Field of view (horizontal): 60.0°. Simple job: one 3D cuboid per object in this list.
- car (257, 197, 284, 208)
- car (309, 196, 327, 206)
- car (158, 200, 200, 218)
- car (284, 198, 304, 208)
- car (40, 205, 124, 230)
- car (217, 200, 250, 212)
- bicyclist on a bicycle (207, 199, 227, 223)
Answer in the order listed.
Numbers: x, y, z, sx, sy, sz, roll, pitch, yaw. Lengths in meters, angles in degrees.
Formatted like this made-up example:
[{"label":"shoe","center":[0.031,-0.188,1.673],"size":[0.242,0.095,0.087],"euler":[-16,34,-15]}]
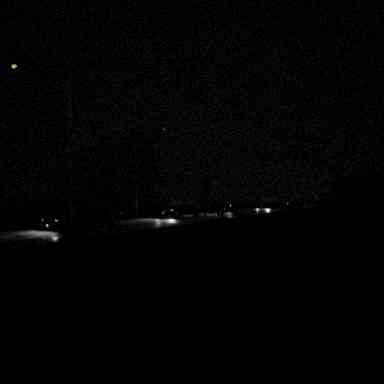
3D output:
[{"label":"car","center":[10.553,1.477,45.696],"size":[1.812,1.442,4.674],"euler":[-1,-1,36]},{"label":"car","center":[21.174,1.465,55.740],"size":[1.882,1.535,5.008],"euler":[-1,-1,35]},{"label":"car","center":[-1.034,1.474,29.346],"size":[1.812,1.442,4.674],"euler":[-1,-1,35]},{"label":"car","center":[13.658,1.471,45.068],"size":[1.994,1.385,4.181],"euler":[-1,-1,35]},{"label":"car","center":[-6.763,1.518,21.169],"size":[2.033,1.411,5.357],"euler":[-1,-1,34]},{"label":"car","center":[4.730,1.535,37.501],"size":[1.895,1.301,4.718],"euler":[-1,-1,35]},{"label":"bicyclist on a bicycle","center":[1.706,1.335,22.849],"size":[1.656,1.620,0.582],"euler":[0,0,35]}]
